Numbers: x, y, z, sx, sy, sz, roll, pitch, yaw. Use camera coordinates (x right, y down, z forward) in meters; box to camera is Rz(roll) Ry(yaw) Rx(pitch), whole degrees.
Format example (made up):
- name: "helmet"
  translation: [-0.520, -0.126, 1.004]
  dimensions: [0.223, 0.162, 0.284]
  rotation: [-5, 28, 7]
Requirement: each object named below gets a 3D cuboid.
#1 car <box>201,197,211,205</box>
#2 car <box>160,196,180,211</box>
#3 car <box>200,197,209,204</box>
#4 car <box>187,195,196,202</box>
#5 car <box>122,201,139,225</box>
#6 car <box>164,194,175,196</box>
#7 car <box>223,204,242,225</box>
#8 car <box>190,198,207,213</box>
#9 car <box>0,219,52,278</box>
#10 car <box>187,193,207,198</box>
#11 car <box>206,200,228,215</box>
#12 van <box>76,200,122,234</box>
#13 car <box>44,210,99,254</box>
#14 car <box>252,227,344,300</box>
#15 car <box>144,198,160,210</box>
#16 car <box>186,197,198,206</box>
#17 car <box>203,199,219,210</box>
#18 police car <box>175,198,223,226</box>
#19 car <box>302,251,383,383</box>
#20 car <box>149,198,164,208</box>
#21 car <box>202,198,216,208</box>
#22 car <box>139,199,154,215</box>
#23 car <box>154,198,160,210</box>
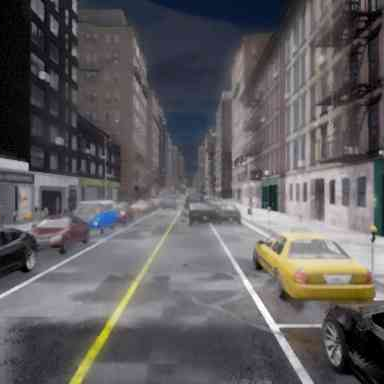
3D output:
- name: "car"
  translation: [2.548, 1.648, 62.457]
  dimensions: [1.752, 1.417, 4.829]
  rotation: [0, 0, 0]
- name: "car"
  translation: [-2.906, 1.637, 43.521]
  dimensions: [2.033, 1.411, 5.357]
  rotation: [0, 0, 0]
- name: "car"
  translation: [2.540, 1.712, 67.699]
  dimensions: [1.802, 1.307, 4.206]
  rotation: [0, 0, 0]
- name: "car"
  translation: [-0.107, 1.503, 74.467]
  dimensions: [1.812, 1.442, 4.674]
  rotation: [0, 0, 0]
- name: "car"
  translation: [-5.423, 1.492, 24.395]
  dimensions: [1.967, 1.590, 4.097]
  rotation: [0, 0, 0]
- name: "car"
  translation: [-5.493, 1.452, 73.110]
  dimensions: [2.192, 1.841, 5.009]
  rotation: [0, 0, 0]
- name: "car"
  translation: [2.602, 1.603, 24.397]
  dimensions: [2.008, 1.369, 4.403]
  rotation: [0, 0, 0]
- name: "car"
  translation: [0.767, 1.562, 39.923]
  dimensions: [1.882, 1.535, 5.008]
  rotation: [0, 0, 0]
- name: "car"
  translation: [-5.400, 1.584, 8.157]
  dimensions: [1.947, 1.339, 4.313]
  rotation: [0, 0, 0]
- name: "car"
  translation: [0.433, 1.294, 33.993]
  dimensions: [2.150, 2.045, 5.566]
  rotation: [0, 0, 2]
- name: "car"
  translation: [2.587, 1.625, 35.223]
  dimensions: [2.008, 1.369, 4.403]
  rotation: [0, 0, 0]
- name: "van"
  translation: [-5.415, 1.382, 18.983]
  dimensions: [1.690, 1.788, 3.998]
  rotation: [0, 0, 0]
- name: "car"
  translation: [-5.407, 1.612, 13.570]
  dimensions: [1.802, 1.307, 4.206]
  rotation: [0, 0, 0]
- name: "car"
  translation: [2.625, 1.544, 8.329]
  dimensions: [1.752, 1.417, 4.829]
  rotation: [0, 0, 0]
- name: "car"
  translation: [-5.454, 1.620, 45.875]
  dimensions: [1.752, 1.417, 4.829]
  rotation: [0, 0, 0]
- name: "car"
  translation: [-0.085, 1.666, 59.127]
  dimensions: [2.033, 1.411, 5.357]
  rotation: [0, 0, 0]
- name: "car"
  translation: [2.571, 1.662, 46.048]
  dimensions: [1.947, 1.339, 4.313]
  rotation: [0, 0, 0]
- name: "police car"
  translation: [0.347, 1.476, 23.907]
  dimensions: [1.930, 1.638, 5.238]
  rotation: [0, 0, -12]
- name: "car"
  translation: [2.633, 1.573, 2.747]
  dimensions: [1.947, 1.339, 4.313]
  rotation: [0, 0, 0]
- name: "car"
  translation: [-5.462, 1.688, 51.458]
  dimensions: [1.802, 1.307, 4.206]
  rotation: [0, 0, 0]
- name: "car"
  translation: [2.563, 1.672, 51.460]
  dimensions: [1.947, 1.339, 4.313]
  rotation: [0, 0, 0]
- name: "car"
  translation: [-5.438, 1.599, 35.050]
  dimensions: [1.752, 1.417, 4.829]
  rotation: [0, 0, 0]
- name: "car"
  translation: [-5.446, 1.650, 40.633]
  dimensions: [1.947, 1.339, 4.313]
  rotation: [0, 0, 0]
